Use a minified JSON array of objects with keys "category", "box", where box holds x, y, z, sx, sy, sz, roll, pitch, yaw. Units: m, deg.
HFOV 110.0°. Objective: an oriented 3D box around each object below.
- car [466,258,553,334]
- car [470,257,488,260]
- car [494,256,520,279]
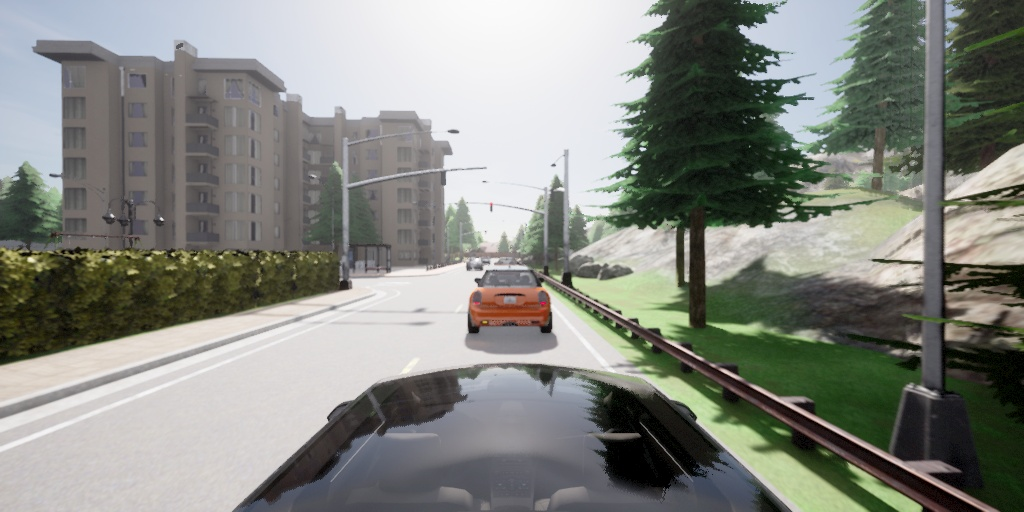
[{"category":"car","box":[-0.076,1.044,10.604,2.097,1.767,4.553,0,0,-1]},{"category":"car","box":[-4.356,0.983,42.357,2.128,1.511,4.902,0,0,-1]},{"category":"car","box":[-0.450,0.913,30.778,2.097,1.767,4.553,0,0,-1]}]
